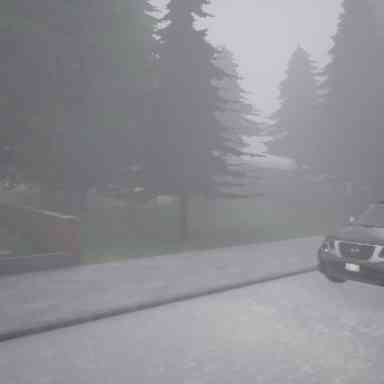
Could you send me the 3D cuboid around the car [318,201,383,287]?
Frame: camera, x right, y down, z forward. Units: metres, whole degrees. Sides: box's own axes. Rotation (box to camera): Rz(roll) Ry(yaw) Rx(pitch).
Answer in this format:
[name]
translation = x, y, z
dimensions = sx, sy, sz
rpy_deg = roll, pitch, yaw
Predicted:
[car]
translation = 5.633, 1.239, 8.621
dimensions = 5.566, 2.045, 2.150
rpy_deg = 0, 0, -35
